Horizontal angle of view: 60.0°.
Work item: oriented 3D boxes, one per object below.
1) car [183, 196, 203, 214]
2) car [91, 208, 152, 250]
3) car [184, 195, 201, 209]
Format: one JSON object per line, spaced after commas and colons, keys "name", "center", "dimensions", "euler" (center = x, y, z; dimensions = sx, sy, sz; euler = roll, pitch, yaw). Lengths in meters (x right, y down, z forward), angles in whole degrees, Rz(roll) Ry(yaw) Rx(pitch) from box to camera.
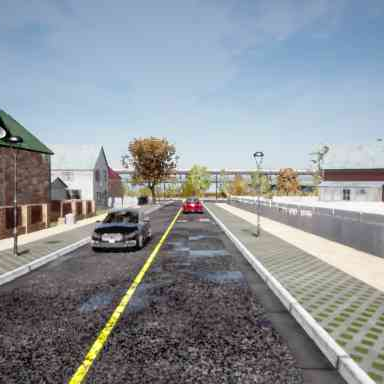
{"name": "car", "center": [0.076, 1.346, 35.359], "dimensions": [2.097, 1.767, 4.553], "euler": [0, 0, 0]}
{"name": "car", "center": [-2.858, 1.499, 14.273], "dimensions": [1.837, 1.490, 4.892], "euler": [0, 0, 0]}
{"name": "car", "center": [0.072, 1.354, 45.120], "dimensions": [2.097, 1.767, 4.553], "euler": [0, 0, 0]}
